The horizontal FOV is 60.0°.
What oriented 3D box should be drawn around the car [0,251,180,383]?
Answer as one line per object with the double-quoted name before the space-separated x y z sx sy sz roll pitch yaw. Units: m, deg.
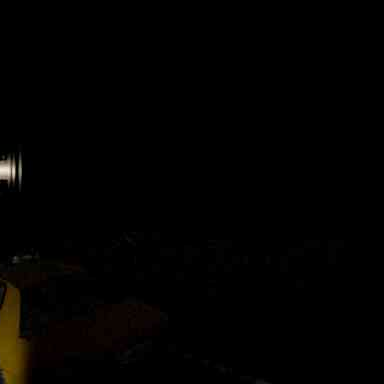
"car" -2.395 1.489 4.544 4.829 1.417 1.752 0 1 37
